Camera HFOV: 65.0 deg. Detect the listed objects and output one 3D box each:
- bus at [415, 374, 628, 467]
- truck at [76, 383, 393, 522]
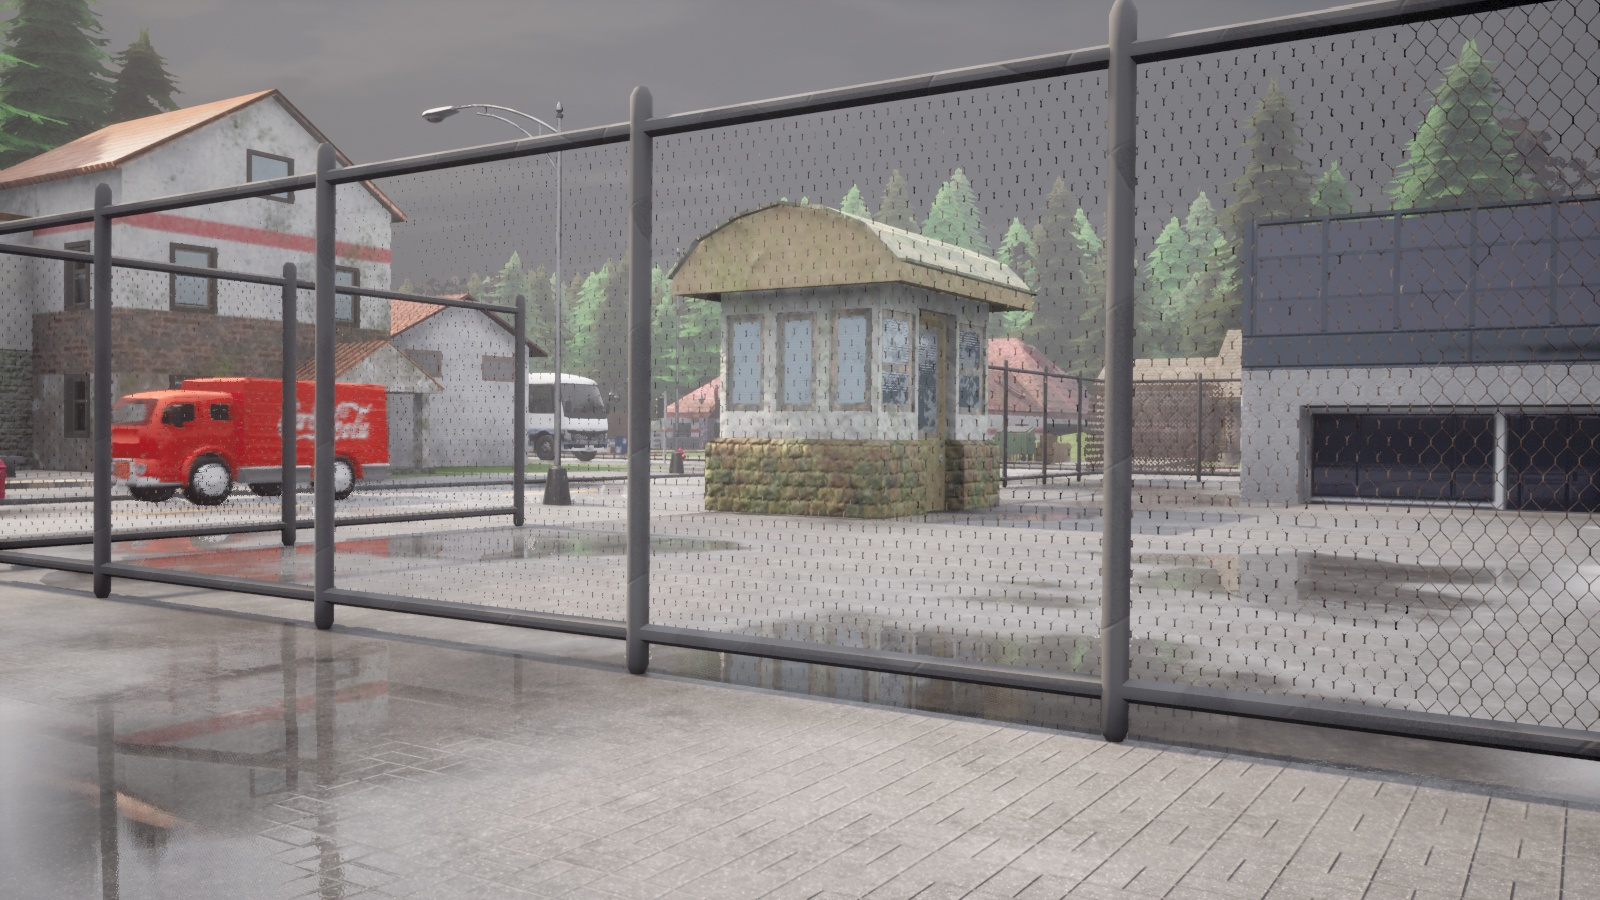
[{"bbox_3d":[-13.741,-1.362,61.640,10.273,4.253,3.944,0,1,31],"label":"bus"},{"bbox_3d":[-11.184,0.001,25.274,2.627,2.467,5.204,0,1,32],"label":"truck"}]
